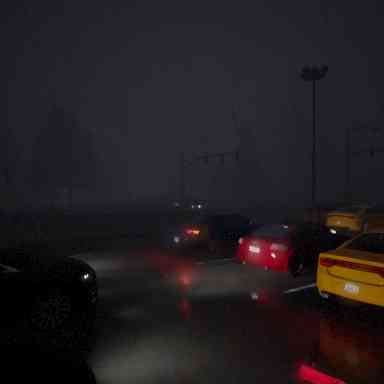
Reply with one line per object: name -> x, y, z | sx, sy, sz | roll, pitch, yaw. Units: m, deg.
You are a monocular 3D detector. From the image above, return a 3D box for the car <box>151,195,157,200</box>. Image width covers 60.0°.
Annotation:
car -> -7.684, 1.524, 76.543 | 1.812, 1.442, 4.674 | 0, 0, -17

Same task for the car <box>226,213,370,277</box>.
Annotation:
car -> 3.378, 1.564, 10.347 | 4.181, 1.385, 1.994 | 0, 0, -35

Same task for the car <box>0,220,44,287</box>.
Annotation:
car -> -6.515, 1.547, 7.714 | 5.357, 1.411, 2.033 | 0, 0, -35

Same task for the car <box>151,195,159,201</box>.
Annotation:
car -> -9.618, 1.553, 86.429 | 1.994, 1.385, 4.181 | 0, 0, -10

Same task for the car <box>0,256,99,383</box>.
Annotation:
car -> -2.928, 1.505, 1.645 | 4.892, 1.490, 1.837 | 0, 0, -35

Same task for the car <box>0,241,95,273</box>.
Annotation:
car -> -3.974, 1.492, 5.192 | 4.902, 1.511, 2.128 | 0, 0, -35

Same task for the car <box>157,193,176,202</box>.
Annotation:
car -> -4.681, 1.221, 67.234 | 2.150, 2.045, 5.566 | 0, 0, -21

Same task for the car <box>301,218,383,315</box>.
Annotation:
car -> 4.738, 1.478, 7.033 | 5.008, 1.535, 1.882 | 0, 0, -35

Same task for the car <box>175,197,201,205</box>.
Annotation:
car -> -0.466, 1.547, 57.958 | 2.033, 1.411, 5.357 | 0, 0, -27

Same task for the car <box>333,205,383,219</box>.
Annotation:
car -> 9.828, 1.478, 19.101 | 5.008, 1.535, 1.882 | 0, 0, -35

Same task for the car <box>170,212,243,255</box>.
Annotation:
car -> 1.349, 1.526, 13.200 | 4.674, 1.442, 1.812 | 0, 0, -35
